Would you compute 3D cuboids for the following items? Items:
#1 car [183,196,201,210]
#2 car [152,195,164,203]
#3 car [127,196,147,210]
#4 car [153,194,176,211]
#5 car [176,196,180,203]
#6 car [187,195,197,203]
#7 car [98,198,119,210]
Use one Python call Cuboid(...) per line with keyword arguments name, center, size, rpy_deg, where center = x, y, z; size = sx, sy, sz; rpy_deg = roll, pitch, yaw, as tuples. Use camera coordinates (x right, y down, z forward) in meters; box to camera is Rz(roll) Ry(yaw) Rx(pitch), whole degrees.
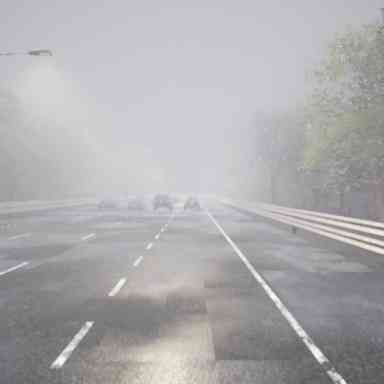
Cuboid(name="car", center=(0.001, 1.369, 42.325), size=(2.097, 1.767, 4.553), rpy_deg=(0, 0, 0))
Cuboid(name="car", center=(-6.984, 1.511, 69.030), size=(1.882, 1.535, 5.008), rpy_deg=(0, 0, 0))
Cuboid(name="car", center=(-7.000, 1.582, 42.383), size=(1.994, 1.385, 4.181), rpy_deg=(0, 0, 0))
Cuboid(name="car", center=(-3.506, 1.241, 41.259), size=(2.150, 2.045, 5.566), rpy_deg=(0, 0, 0))
Cuboid(name="car", center=(-3.484, 1.512, 69.283), size=(1.882, 1.535, 5.008), rpy_deg=(0, 0, 0))
Cuboid(name="car", center=(0.018, 1.512, 69.367), size=(1.882, 1.535, 5.008), rpy_deg=(0, 0, 0))
Cuboid(name="car", center=(-10.500, 1.509, 42.043), size=(2.128, 1.511, 4.902), rpy_deg=(0, 0, 0))
